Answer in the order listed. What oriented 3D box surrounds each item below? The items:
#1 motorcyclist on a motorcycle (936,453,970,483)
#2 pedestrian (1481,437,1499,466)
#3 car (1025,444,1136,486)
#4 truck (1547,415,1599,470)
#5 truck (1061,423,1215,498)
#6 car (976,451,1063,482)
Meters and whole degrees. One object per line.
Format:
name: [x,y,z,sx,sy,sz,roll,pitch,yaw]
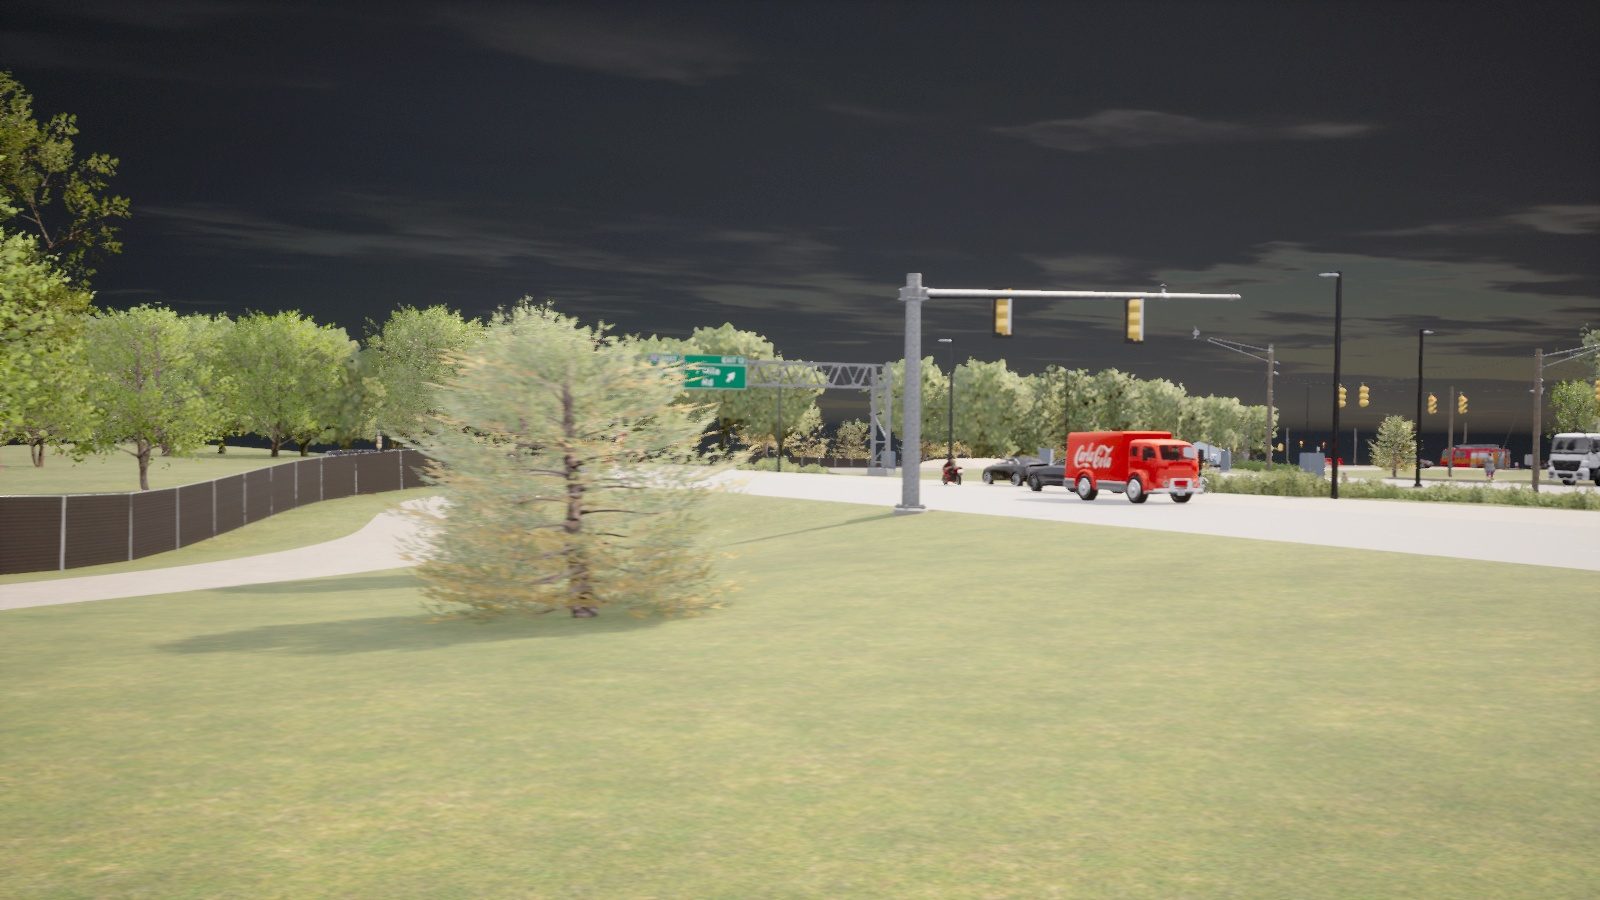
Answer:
motorcyclist on a motorcycle: [7.789,0.906,63.996,0.797,1.523,2.044,-1,0,-21]
pedestrian: [45.799,0.096,83.336,0.659,1.952,0.873,-1,1,-3]
car: [11.872,0.616,53.600,2.152,1.651,5.027,-1,0,-21]
truck: [52.421,-0.488,80.758,7.936,3.462,2.891,0,1,-16]
truck: [11.794,0.335,44.219,2.627,2.467,5.204,-1,0,-21]
car: [11.244,0.819,64.770,2.128,1.511,4.902,-1,0,-21]
